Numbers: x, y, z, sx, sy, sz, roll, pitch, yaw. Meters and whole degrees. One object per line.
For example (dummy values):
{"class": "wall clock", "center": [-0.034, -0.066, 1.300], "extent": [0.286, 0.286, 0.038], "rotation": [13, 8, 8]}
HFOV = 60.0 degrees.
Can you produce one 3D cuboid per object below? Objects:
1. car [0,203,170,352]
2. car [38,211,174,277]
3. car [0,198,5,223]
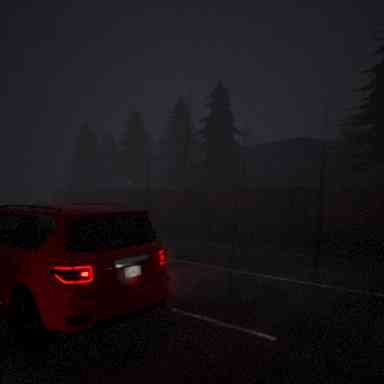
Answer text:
{"class": "car", "center": [-2.916, 1.237, 6.492], "extent": [5.566, 2.045, 2.150], "rotation": [0, 0, 40]}
{"class": "car", "center": [-3.099, 1.521, 11.342], "extent": [4.902, 1.511, 2.128], "rotation": [0, 0, 42]}
{"class": "car", "center": [-15.993, 1.406, 25.826], "extent": [2.097, 1.767, 4.553], "rotation": [0, 0, -36]}
